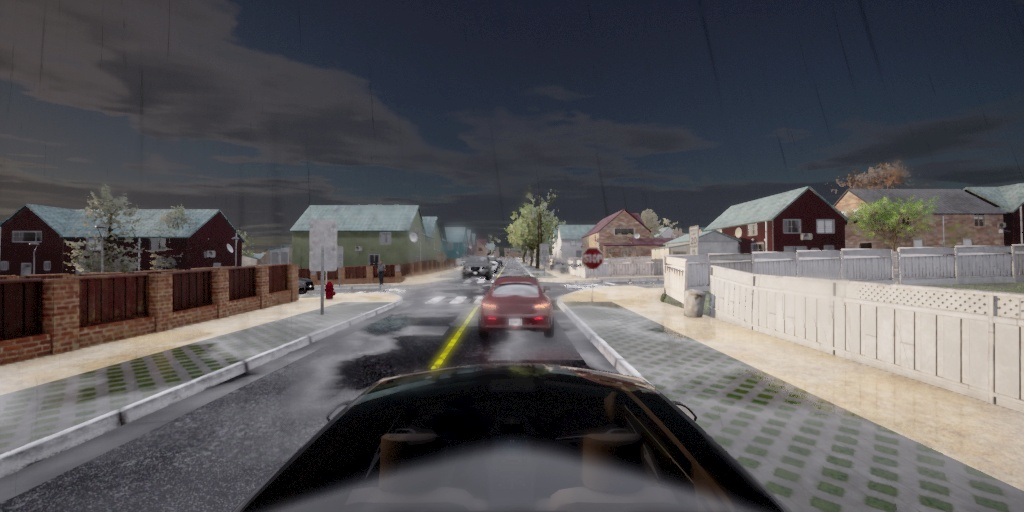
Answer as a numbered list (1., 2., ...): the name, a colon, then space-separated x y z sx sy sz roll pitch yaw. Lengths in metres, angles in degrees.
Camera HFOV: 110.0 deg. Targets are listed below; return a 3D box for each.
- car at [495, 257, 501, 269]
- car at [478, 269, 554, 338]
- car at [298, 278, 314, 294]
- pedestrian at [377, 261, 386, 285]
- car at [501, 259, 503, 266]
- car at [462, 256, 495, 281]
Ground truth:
1. car: -2.821 0.971 42.101 2.150 2.045 5.566 0 0 0
2. car: 0.138 1.278 10.123 1.812 1.442 4.674 0 0 2
3. car: -14.078 1.576 20.678 4.892 1.490 1.837 -2 -1 -1
4. pedestrian: -9.680 1.212 26.548 0.375 1.860 0.375 0 0 0
5. car: -2.804 1.240 54.669 2.128 1.511 4.902 0 0 0
6. car: -2.834 0.974 30.297 2.150 2.045 5.566 0 0 0
